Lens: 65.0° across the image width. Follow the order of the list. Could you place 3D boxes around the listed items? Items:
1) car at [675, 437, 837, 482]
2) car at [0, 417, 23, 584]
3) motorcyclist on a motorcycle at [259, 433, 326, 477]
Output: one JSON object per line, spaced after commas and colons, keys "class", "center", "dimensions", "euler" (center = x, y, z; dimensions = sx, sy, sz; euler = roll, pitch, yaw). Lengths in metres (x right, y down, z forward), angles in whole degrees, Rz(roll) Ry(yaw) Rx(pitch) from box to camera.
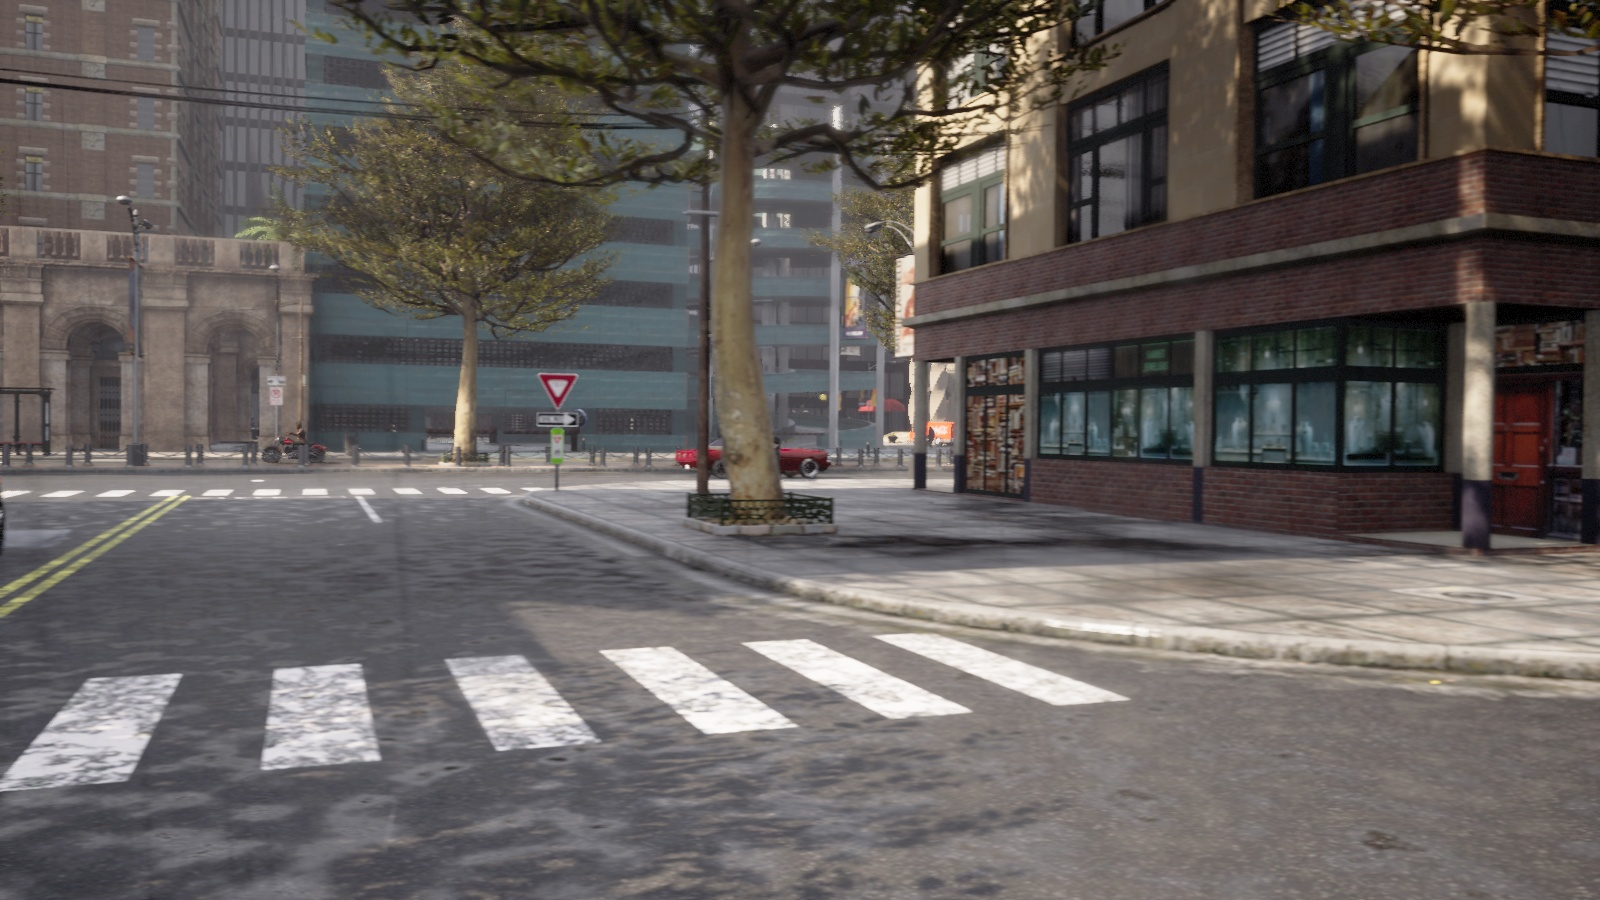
{"class": "car", "center": [-1.376, 0.268, 39.616], "dimensions": [4.718, 1.301, 1.895], "euler": [-1, 1, -22]}
{"class": "car", "center": [-9.039, 0.561, 11.858], "dimensions": [2.097, 1.767, 4.553], "euler": [-1, 1, -22]}
{"class": "motorcyclist on a motorcycle", "center": [-19.664, 0.168, 48.716], "dimensions": [2.350, 1.649, 0.766], "euler": [-1, 1, -21]}
